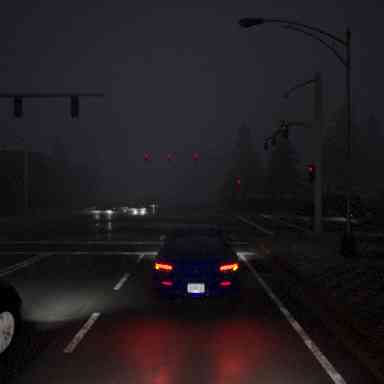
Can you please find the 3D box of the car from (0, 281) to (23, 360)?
[{"bbox_3d":[-3.440,1.503,3.008,1.837,1.490,4.892,0,0,0],"label":"car"}]

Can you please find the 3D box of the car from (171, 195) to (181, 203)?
[{"bbox_3d":[-3.447,1.439,69.651,1.882,1.535,5.008,0,0,0],"label":"car"}]

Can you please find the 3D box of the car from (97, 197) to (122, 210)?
[{"bbox_3d":[-10.605,1.503,41.995,1.812,1.442,4.674,0,0,0],"label":"car"}]

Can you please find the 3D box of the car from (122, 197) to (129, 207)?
[{"bbox_3d":[-10.608,1.450,51.198,1.882,1.535,5.008,0,0,0],"label":"car"}]

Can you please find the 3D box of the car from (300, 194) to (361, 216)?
[{"bbox_3d":[13.078,1.205,31.152,5.566,2.045,2.150,0,0,0],"label":"car"}]

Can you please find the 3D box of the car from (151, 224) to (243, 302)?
[{"bbox_3d":[0.135,1.521,8.140,1.812,1.442,4.674,0,0,2],"label":"car"}]

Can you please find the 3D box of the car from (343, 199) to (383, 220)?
[{"bbox_3d":[15.898,1.532,27.652,5.357,1.411,2.033,0,0,0],"label":"car"}]

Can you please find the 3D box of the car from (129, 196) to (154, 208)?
[{"bbox_3d":[-7.088,1.466,47.214,2.128,1.511,4.902,0,0,0],"label":"car"}]

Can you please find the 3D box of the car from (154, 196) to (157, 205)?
[{"bbox_3d":[-7.080,1.474,57.289,1.837,1.490,4.892,0,0,1],"label":"car"}]
